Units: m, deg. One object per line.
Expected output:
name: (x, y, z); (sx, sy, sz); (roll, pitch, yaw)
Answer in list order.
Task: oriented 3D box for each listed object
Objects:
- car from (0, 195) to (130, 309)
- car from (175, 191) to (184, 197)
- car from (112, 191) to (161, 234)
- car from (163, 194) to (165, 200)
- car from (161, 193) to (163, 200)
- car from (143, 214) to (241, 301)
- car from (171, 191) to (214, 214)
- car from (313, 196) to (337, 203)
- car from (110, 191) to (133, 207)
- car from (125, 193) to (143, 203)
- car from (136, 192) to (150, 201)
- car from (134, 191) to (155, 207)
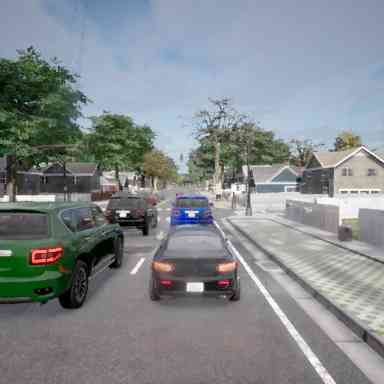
car: (-3.186, 1.210, 7.997); (2.150, 2.045, 5.566); (0, 0, 1)
car: (-3.226, 0.437, 86.411); (1.994, 1.385, 4.181); (0, 1, 0)
car: (-3.222, 1.159, 18.376); (2.150, 2.045, 5.566); (0, 0, 1)
car: (-6.509, 0.862, 66.343); (2.128, 1.511, 4.902); (0, 1, 1)
car: (-6.566, 1.124, 56.222); (1.994, 1.385, 4.181); (0, 1, 1)
car: (0.067, 1.514, 8.190); (1.812, 1.442, 4.674); (0, 0, 0)
car: (0.027, 1.160, 18.241); (2.150, 2.045, 5.566); (0, 0, 1)
car: (13.287, 1.200, 34.372); (4.902, 1.511, 2.128); (0, 1, -2)
car: (-9.835, 0.891, 46.867); (2.150, 2.045, 5.566); (0, 1, 0)
car: (-9.819, 1.047, 56.547); (2.128, 1.511, 4.902); (0, 1, 0)
car: (-9.749, 0.858, 66.521); (2.128, 1.511, 4.902); (0, 1, 1)
car: (-6.584, 0.892, 46.814); (2.150, 2.045, 5.566); (0, 1, 0)
